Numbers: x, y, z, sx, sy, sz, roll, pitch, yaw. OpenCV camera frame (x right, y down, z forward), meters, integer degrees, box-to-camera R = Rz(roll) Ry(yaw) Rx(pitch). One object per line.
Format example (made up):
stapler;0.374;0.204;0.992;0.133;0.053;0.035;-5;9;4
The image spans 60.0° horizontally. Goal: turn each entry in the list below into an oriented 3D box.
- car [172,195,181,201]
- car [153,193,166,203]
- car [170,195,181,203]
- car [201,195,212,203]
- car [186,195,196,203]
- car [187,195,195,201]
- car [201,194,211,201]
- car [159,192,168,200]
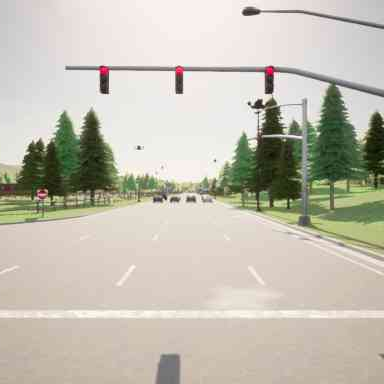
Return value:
car;-3.687;1.427;80.808;1.895;1.301;4.718;0;0;0
car;-7.163;1.469;70.350;1.882;1.535;5.008;0;0;0
car;-3.663;1.492;70.358;1.837;1.490;4.892;0;0;0
car;3.336;1.516;70.791;1.812;1.442;4.674;0;0;0
car;-0.164;1.346;70.720;2.097;1.767;4.553;0;0;0
car;-0.187;1.385;80.786;1.994;1.385;4.181;0;0;0
car;3.313;1.357;80.794;2.128;1.511;4.902;0;0;0
car;-7.187;1.057;80.800;2.150;2.045;5.566;0;0;0
